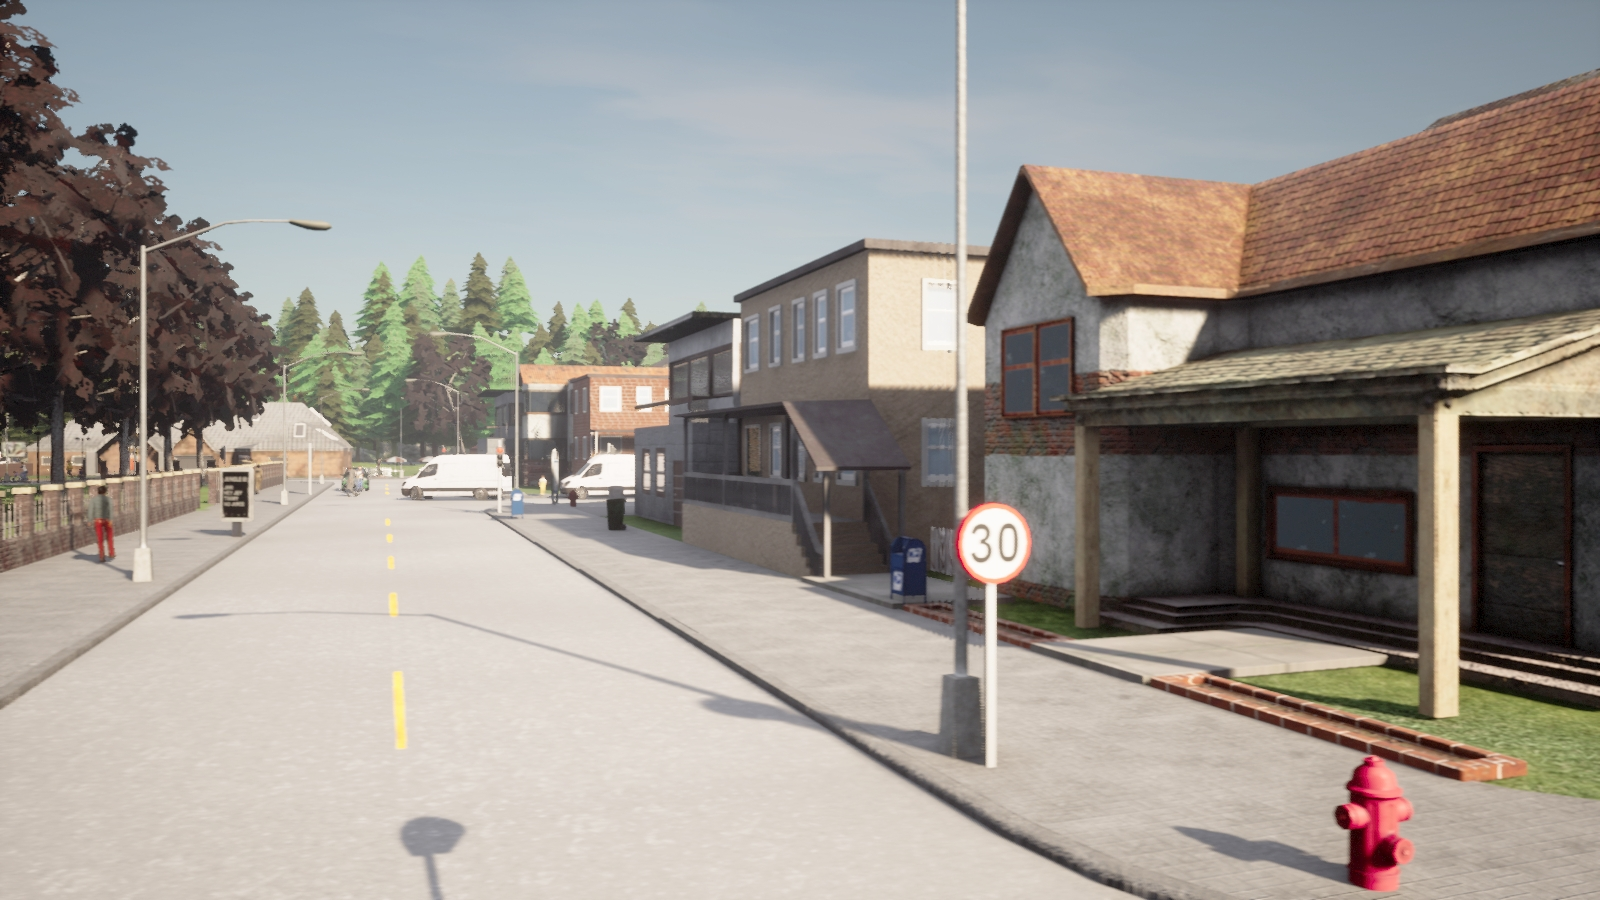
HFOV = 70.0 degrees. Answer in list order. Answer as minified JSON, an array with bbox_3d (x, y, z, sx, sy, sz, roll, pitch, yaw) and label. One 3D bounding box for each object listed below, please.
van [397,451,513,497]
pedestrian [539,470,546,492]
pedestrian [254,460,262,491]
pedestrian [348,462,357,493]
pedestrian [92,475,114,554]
[{"bbox_3d":[-19.239,1.313,63.853,5.915,2.561,1.988,0,0,4],"label":"van"},{"bbox_3d":[-15.031,1.794,66.743,0.375,1.300,0.375,0,0,-22],"label":"pedestrian"},{"bbox_3d":[-32.886,1.526,69.308,0.375,1.860,0.375,0,0,-20],"label":"pedestrian"},{"bbox_3d":[-26.575,1.629,67.833,0.375,1.860,0.375,0,0,-7],"label":"pedestrian"},{"bbox_3d":[-16.591,1.526,27.198,0.375,1.860,0.375,0,0,-18],"label":"pedestrian"}]
